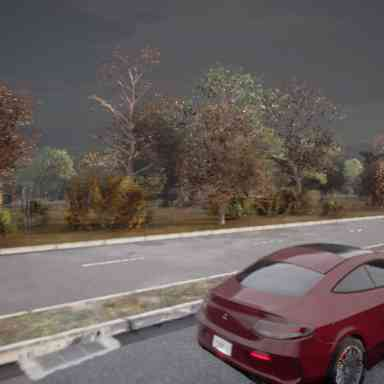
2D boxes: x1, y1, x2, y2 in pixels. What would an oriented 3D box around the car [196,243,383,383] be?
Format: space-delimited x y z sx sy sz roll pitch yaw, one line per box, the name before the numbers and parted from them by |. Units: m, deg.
car | 2.204 1.521 5.011 4.674 1.442 1.812 0 0 -35
